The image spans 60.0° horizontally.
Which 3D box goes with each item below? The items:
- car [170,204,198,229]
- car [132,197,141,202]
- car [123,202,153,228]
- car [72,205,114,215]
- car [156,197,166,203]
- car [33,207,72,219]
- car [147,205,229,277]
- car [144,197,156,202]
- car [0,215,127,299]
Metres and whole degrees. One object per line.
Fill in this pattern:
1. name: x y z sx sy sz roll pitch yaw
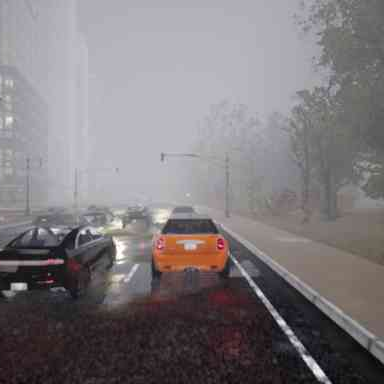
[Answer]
1. car: -0.610 1.708 24.414 1.882 1.535 5.008 0 -1 -2
2. car: -13.192 2.068 79.557 2.097 1.767 4.553 0 0 -9
3. car: -3.831 1.718 23.908 2.128 1.511 4.902 0 -1 -3
4. car: -7.306 1.742 25.784 2.128 1.511 4.902 0 -1 -3
5. car: -8.068 2.365 88.045 1.895 1.301 4.718 0 0 -11
6. car: -10.549 1.815 25.501 1.994 1.385 4.181 0 -1 -3
7. car: -0.083 1.457 10.770 2.097 1.767 4.553 0 0 -1
8. car: -11.191 2.245 87.064 1.882 1.535 5.008 0 0 -10
9. car: -3.286 1.579 8.656 2.128 1.511 4.902 0 0 -1
